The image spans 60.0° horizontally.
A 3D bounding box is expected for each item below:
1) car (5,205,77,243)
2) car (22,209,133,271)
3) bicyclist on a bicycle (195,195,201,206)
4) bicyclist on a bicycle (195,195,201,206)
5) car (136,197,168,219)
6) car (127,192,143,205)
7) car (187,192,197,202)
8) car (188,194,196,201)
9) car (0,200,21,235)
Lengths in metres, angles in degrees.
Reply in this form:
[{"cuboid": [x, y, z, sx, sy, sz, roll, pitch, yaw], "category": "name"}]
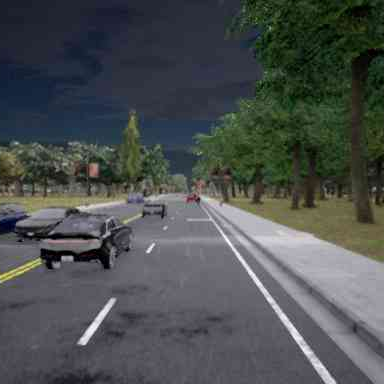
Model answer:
[{"cuboid": [-6.602, 1.440, 16.110, 1.882, 1.535, 5.008, 0, 0, 0], "category": "car"}, {"cuboid": [-3.152, 1.466, 10.834, 2.128, 1.511, 4.902, 0, 0, 0], "category": "car"}, {"cuboid": [0.887, 1.281, 43.101, 0.659, 1.776, 1.843, 0, 0, 0], "category": "bicyclist on a bicycle"}, {"cuboid": [0.901, 1.330, 52.455, 0.866, 1.612, 1.509, 0, 0, 0], "category": "bicyclist on a bicycle"}, {"cuboid": [-3.154, 1.429, 28.871, 2.128, 1.511, 4.902, 0, 0, 0], "category": "car"}, {"cuboid": [-9.802, 1.103, 57.721, 2.150, 2.045, 5.566, 0, 0, 1], "category": "car"}, {"cuboid": [-0.010, 1.086, 69.368, 2.150, 2.045, 5.566, 0, 0, 0], "category": "car"}, {"cuboid": [-0.013, 1.319, 80.176, 1.882, 1.535, 5.008, 0, 0, 0], "category": "car"}, {"cuboid": [-9.851, 1.314, 16.341, 2.097, 1.767, 4.553, 0, 0, 0], "category": "car"}]
